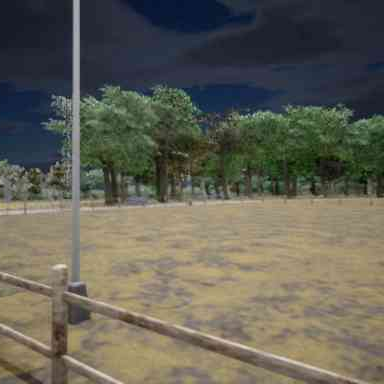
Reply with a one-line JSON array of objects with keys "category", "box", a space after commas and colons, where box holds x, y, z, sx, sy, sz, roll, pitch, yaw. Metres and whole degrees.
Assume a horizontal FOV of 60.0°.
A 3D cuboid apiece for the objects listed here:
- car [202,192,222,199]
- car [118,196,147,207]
[{"category": "car", "box": [3.083, 0.734, 57.609, 5.008, 1.535, 1.882, -1, -1, -37]}, {"category": "car", "box": [-8.390, 1.333, 47.256, 1.994, 1.385, 4.181, -2, -1, 44]}]
